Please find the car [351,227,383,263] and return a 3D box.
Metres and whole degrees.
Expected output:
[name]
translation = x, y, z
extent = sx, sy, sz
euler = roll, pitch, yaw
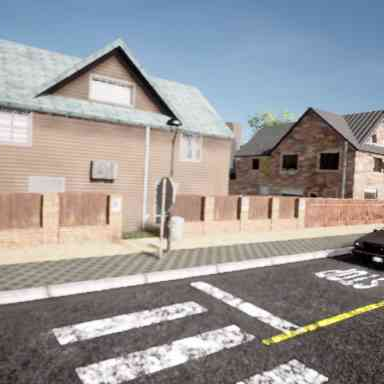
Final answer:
[car]
translation = 7.528, 1.600, 11.000
extent = 5.357, 1.411, 2.033
euler = 2, 2, -34
